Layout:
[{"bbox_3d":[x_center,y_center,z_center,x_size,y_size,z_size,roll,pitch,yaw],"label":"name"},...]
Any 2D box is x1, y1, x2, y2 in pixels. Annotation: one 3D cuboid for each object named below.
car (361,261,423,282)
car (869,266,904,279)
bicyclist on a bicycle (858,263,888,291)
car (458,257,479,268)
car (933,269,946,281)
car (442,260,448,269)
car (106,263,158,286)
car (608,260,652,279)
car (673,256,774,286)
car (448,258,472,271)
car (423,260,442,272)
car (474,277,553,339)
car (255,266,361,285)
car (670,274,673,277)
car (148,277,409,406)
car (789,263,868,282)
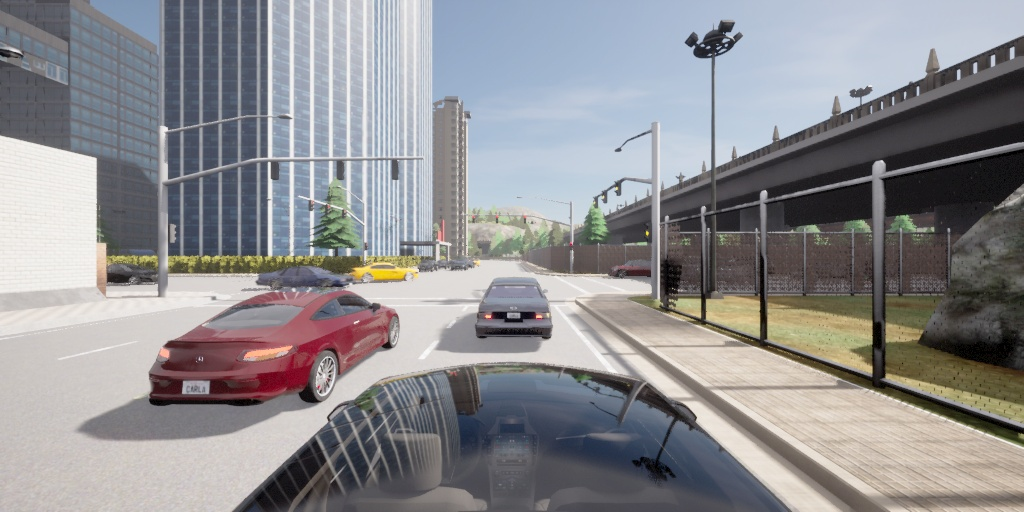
[{"bbox_3d":[-9.872,1.258,27.848,5.008,1.535,1.882,0,1,-30],"label":"car"},{"bbox_3d":[32.547,1.353,32.769,5.357,1.411,2.033,0,0,0],"label":"car"},{"bbox_3d":[18.264,1.106,18.231,0.582,1.620,1.656,0,0,0],"label":"bicyclist on a bicycle"},{"bbox_3d":[-7.193,1.297,58.802,2.033,1.411,5.357,0,0,0],"label":"car"},{"bbox_3d":[37.515,1.311,29.272,4.892,1.490,1.837,0,0,0],"label":"car"},{"bbox_3d":[-10.700,1.276,55.030,1.812,1.442,4.674,0,0,0],"label":"car"},{"bbox_3d":[-27.395,1.283,25.321,5.008,1.535,1.882,0,0,0],"label":"car"},{"bbox_3d":[11.196,1.157,32.746,4.553,1.767,2.097,0,0,2],"label":"car"},{"bbox_3d":[14.891,1.026,25.499,5.566,2.045,2.150,0,0,0],"label":"car"},{"bbox_3d":[-7.186,1.314,49.565,1.994,1.385,4.181,0,0,0],"label":"car"},{"bbox_3d":[-10.685,1.255,45.791,1.837,1.490,4.892,0,0,0],"label":"car"},{"bbox_3d":[0.078,1.297,10.052,2.033,1.411,5.357,0,0,1],"label":"car"},{"bbox_3d":[-12.512,1.325,21.882,5.357,1.411,2.033,0,0,0],"label":"car"},{"bbox_3d":[15.835,1.353,29.203,5.357,1.411,2.033,0,0,0],"label":"car"},{"bbox_3d":[-3.450,1.276,6.231,1.812,1.442,4.674,0,0,0],"label":"car"},{"bbox_3d":[25.408,1.296,29.241,4.902,1.511,2.128,0,0,0],"label":"car"}]
